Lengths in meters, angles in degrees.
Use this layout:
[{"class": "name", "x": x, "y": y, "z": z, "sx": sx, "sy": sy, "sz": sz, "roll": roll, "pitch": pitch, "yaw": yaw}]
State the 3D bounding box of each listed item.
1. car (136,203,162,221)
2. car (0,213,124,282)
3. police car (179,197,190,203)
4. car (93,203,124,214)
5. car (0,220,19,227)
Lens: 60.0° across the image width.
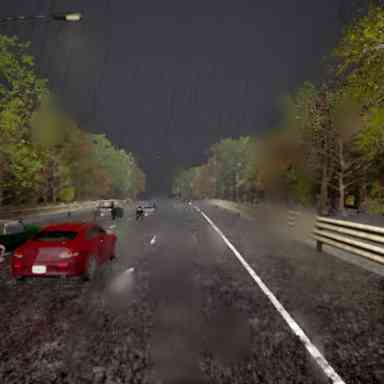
[{"class": "car", "x": -3.718, "y": 1.663, "z": 29.194, "sx": 2.128, "sy": 1.511, "sz": 4.902, "roll": 0, "pitch": 0, "yaw": -1}, {"class": "car", "x": -3.458, "y": 1.578, "z": 9.796, "sx": 1.812, "sy": 1.442, "sz": 4.674, "roll": 0, "pitch": 0, "yaw": 0}, {"class": "police car", "x": -1.657, "y": 2.124, "z": 89.714, "sx": 1.930, "sy": 1.638, "sz": 5.238, "roll": 0, "pitch": -1, "yaw": -3}, {"class": "car", "x": -7.247, "y": 1.663, "z": 29.158, "sx": 2.128, "sy": 1.511, "sz": 4.902, "roll": 0, "pitch": 0, "yaw": -1}, {"class": "car", "x": -6.986, "y": 1.666, "z": 11.933, "sx": 1.895, "sy": 1.301, "sz": 4.718, "roll": 0, "pitch": 0, "yaw": 0}]
